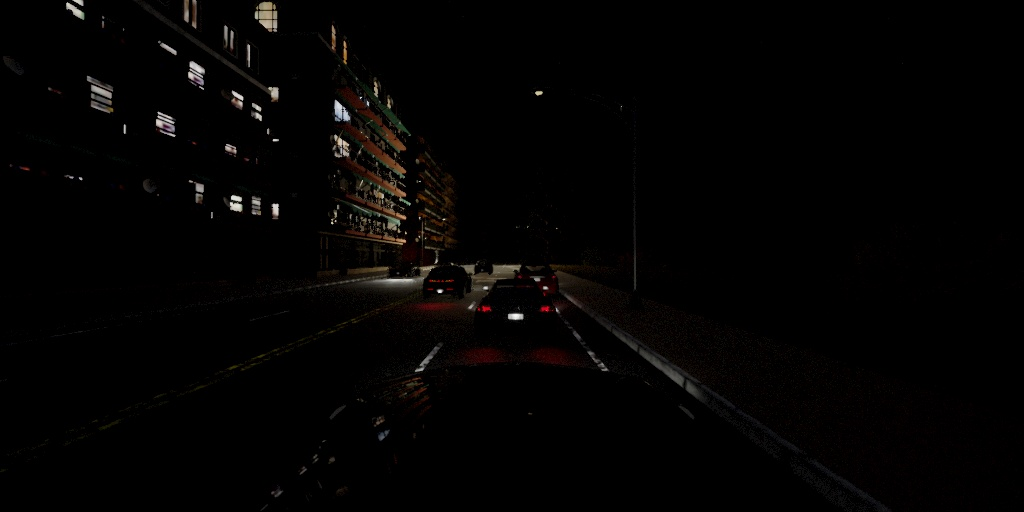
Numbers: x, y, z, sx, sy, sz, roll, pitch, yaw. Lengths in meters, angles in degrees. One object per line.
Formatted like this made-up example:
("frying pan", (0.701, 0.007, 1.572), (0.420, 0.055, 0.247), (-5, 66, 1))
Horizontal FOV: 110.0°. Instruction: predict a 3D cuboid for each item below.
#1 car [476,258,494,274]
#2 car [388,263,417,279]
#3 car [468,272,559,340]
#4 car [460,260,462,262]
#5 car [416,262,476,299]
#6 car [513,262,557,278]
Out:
("car", (-3.123, 1.244, 40.105), (2.128, 1.511, 4.902), (0, 0, 0))
("car", (-9.831, 1.316, 32.888), (1.994, 1.385, 4.181), (0, 0, 0))
("car", (0.100, 1.315, 9.976), (1.994, 1.385, 4.181), (0, 0, 0))
("car", (-6.579, 1.316, 35.720), (1.994, 1.385, 4.181), (0, 0, 0))
("car", (-3.140, 1.258, 18.061), (1.837, 1.490, 4.892), (0, 0, 0))
("car", (1.148, 1.103, 18.556), (2.097, 1.767, 4.553), (0, 0, 0))
